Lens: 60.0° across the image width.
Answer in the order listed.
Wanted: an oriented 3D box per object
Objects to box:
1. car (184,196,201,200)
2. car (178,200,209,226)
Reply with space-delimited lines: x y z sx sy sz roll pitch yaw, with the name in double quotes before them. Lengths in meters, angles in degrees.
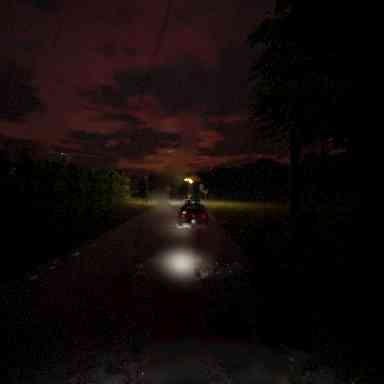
"car" 0.080 1.139 38.684 2.033 1.411 5.357 0 1 0
"car" 0.088 1.482 22.540 1.895 1.301 4.718 0 1 0
